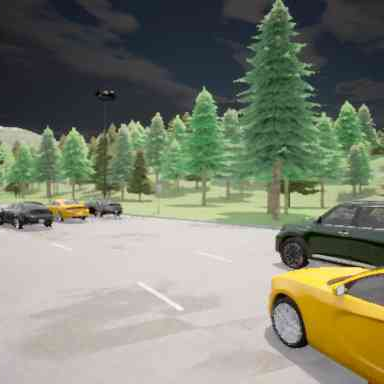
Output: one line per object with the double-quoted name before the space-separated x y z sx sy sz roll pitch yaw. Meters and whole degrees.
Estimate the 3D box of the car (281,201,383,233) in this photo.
"car" 4.653 1.220 8.505 2.150 2.045 5.566 1 0 -29

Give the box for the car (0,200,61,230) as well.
"car" -10.048 1.319 19.908 4.892 1.490 1.837 1 0 43

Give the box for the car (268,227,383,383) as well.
"car" 2.840 1.485 3.648 1.882 1.535 5.008 1 0 -23

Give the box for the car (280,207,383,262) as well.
"car" 6.005 1.480 12.889 2.128 1.511 4.902 0 0 -32

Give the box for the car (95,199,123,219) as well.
"car" -7.676 1.289 27.273 4.902 1.511 2.128 1 0 41

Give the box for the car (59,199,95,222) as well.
"car" -9.478 1.275 24.216 5.008 1.535 1.882 1 0 41
